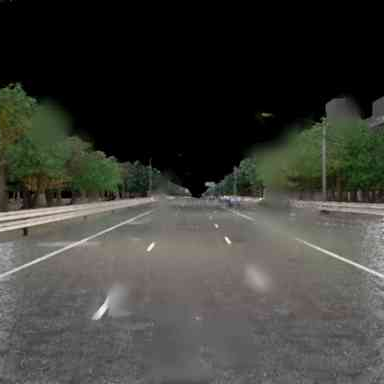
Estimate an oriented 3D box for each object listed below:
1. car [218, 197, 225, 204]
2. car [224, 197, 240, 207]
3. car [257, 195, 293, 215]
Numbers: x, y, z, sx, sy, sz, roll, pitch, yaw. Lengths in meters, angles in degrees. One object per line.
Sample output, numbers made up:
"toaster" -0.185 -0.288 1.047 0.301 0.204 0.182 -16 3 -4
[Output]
"car" 7.008 1.846 74.935 1.812 1.442 4.674 0 0 0
"car" 6.938 1.756 55.607 1.812 1.442 4.674 0 0 0
"car" 9.084 1.375 36.740 2.150 2.045 5.566 0 0 -10
